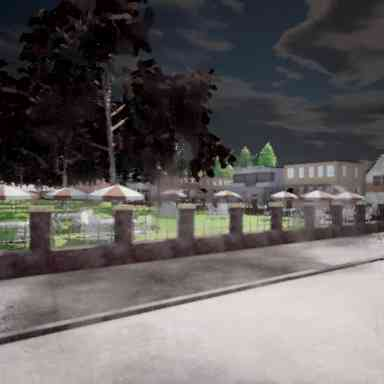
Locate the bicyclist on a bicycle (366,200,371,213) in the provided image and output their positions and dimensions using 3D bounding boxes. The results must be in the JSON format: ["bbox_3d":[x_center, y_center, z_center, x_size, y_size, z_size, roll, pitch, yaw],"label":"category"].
[{"bbox_3d":[22.096,1.809,41.855,1.656,1.620,0.582,0,0,-35],"label":"bicyclist on a bicycle"}]

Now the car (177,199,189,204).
[{"bbox_3d":[-1.577,1.915,60.753,2.033,1.411,5.357,1,0,-35],"label":"car"}]
